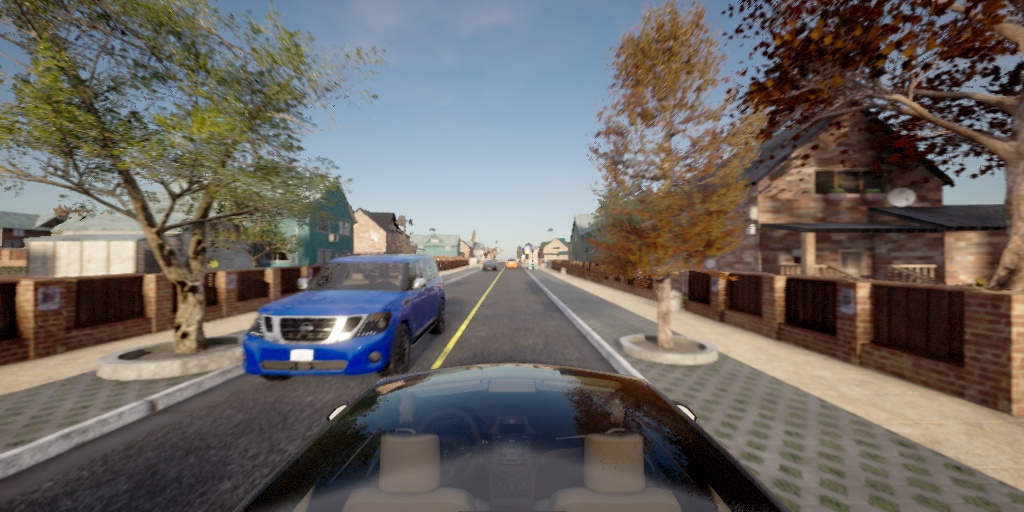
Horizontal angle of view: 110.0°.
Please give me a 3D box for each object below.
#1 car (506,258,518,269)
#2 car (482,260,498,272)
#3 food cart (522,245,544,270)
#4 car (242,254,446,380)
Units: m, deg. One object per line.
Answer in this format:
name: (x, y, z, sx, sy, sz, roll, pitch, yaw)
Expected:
car: (-0.016, 1.224, 60.946, 2.097, 1.767, 4.553, 0, 0, 0)
car: (-2.833, 1.304, 47.074, 1.882, 1.535, 5.008, 0, -1, 0)
food cart: (2.996, 0.306, 51.897, 2.280, 3.560, 4.660, 0, 0, 0)
car: (-2.837, 0.973, 7.600, 2.150, 2.045, 5.566, 0, 0, 0)
